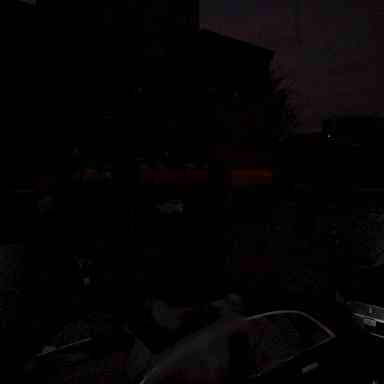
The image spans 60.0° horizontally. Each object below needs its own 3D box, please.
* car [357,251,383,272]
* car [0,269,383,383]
[{"bbox_3d":[4.214,1.549,5.835,4.403,1.369,2.008,0,-2,-35],"label":"car"},{"bbox_3d":[-0.225,1.550,2.674,4.403,1.369,2.008,0,-2,-35],"label":"car"}]
